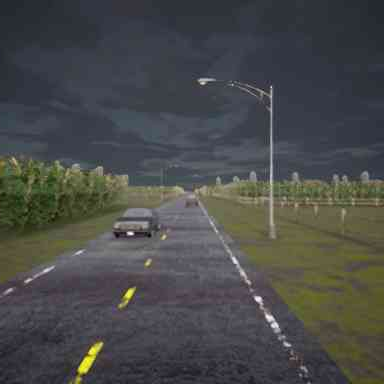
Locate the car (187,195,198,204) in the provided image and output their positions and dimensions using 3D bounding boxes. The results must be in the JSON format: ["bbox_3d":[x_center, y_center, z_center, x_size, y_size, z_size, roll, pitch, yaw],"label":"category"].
[{"bbox_3d":[0.026,1.296,59.661,1.882,1.535,5.008,0,0,0],"label":"car"}]

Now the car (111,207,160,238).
[{"bbox_3d":[-2.779,1.502,17.763,2.033,1.411,5.357,0,0,1],"label":"car"}]

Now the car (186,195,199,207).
[{"bbox_3d":[0.022,1.361,49.239,1.837,1.490,4.892,0,0,0],"label":"car"}]
